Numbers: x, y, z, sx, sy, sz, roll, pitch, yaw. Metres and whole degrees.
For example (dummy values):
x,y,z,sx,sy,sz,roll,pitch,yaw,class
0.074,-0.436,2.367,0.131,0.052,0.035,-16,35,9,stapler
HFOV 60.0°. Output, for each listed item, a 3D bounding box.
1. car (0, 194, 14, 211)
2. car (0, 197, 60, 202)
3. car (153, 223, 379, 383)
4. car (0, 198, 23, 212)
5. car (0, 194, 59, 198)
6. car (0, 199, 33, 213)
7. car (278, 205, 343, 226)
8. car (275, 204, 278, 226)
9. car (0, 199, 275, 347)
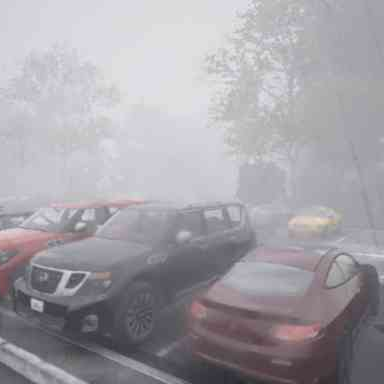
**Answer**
x,y,z,sx,sy,sz,roll,pitch,yaw,class
-25.096,1.263,40.416,2.435,2.045,5.566,0,0,35,car
-2.850,1.233,8.531,2.435,2.045,5.566,0,0,35,car
1.733,1.521,5.301,2.002,1.452,4.674,0,0,35,car
-22.812,1.508,38.818,2.097,1.535,5.008,0,0,35,car
-16.120,1.247,34.028,2.435,2.045,5.566,0,0,35,car
-20.642,1.543,37.278,2.002,1.452,4.674,0,0,35,car
6.603,1.480,17.665,1.946,1.575,5.366,0,0,35,car
4.451,1.486,19.431,2.231,1.521,4.892,0,0,35,car
-0.566,1.231,6.906,2.435,2.045,5.566,0,0,35,car
